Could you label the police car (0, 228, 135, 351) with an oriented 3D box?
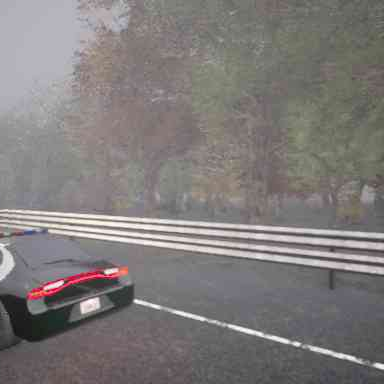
[{"bbox_3d":[-3.469,1.509,6.357,4.974,1.542,2.038,0,0,36],"label":"police car"}]
